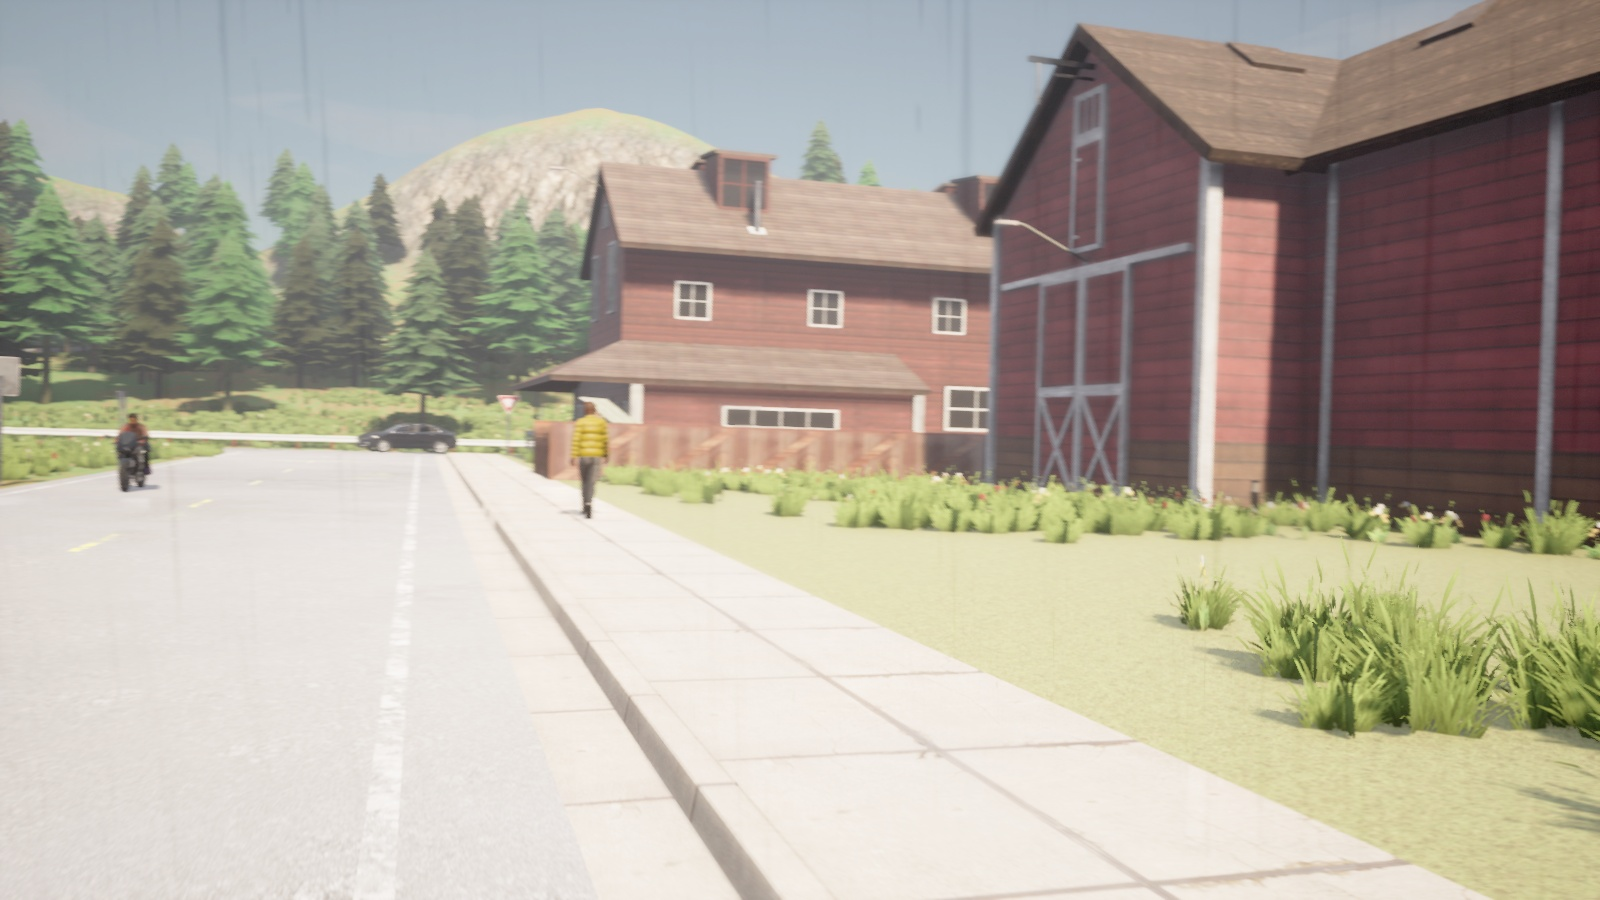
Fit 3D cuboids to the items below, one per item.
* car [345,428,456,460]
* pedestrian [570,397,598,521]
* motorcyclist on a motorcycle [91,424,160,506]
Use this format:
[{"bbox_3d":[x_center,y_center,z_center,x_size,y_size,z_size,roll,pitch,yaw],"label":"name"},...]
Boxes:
[{"bbox_3d":[-19.852,-0.272,62.474,4.892,1.490,1.837,1,-1,-35],"label":"car"},{"bbox_3d":[-3.266,0.128,18.952,0.370,1.835,0.726,0,1,-12],"label":"pedestrian"},{"bbox_3d":[-13.065,0.257,24.385,0.797,1.523,2.044,0,1,-17],"label":"motorcyclist on a motorcycle"}]
